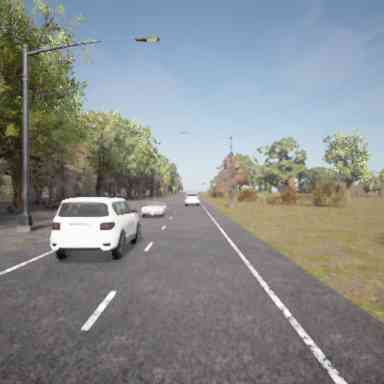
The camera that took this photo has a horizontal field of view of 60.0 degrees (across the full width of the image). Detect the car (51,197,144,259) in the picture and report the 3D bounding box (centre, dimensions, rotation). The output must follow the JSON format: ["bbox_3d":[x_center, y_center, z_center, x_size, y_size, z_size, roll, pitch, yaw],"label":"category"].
[{"bbox_3d":[-3.416,1.213,12.774,2.150,2.045,5.566,0,0,0],"label":"car"}]

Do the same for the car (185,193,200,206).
[{"bbox_3d":[0.024,1.170,53.815,2.150,2.045,5.566,0,0,0],"label":"car"}]

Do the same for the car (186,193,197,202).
[{"bbox_3d":[-0.101,1.158,73.086,2.150,2.045,5.566,0,0,0],"label":"car"}]

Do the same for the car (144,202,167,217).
[{"bbox_3d":[-3.443,1.574,31.144,1.895,1.301,4.718,0,0,0],"label":"car"}]
